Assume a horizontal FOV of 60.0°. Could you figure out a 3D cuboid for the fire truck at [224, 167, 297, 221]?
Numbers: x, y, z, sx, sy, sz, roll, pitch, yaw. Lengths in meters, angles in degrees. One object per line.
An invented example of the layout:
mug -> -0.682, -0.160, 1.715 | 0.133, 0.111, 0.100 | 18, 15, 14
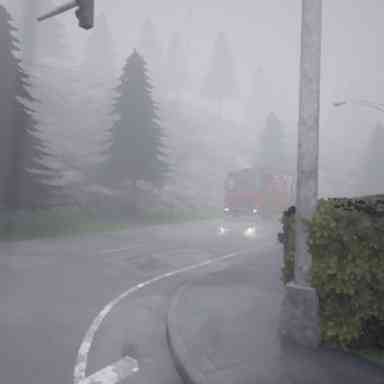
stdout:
fire truck -> 5.829, 0.082, 26.065 | 2.891, 3.827, 8.468 | 1, 0, 37
